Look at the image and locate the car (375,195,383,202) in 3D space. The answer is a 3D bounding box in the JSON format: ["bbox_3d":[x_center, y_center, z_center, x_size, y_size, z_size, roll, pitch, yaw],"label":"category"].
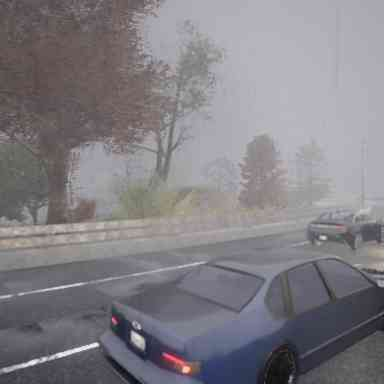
[{"bbox_3d":[42.703,1.464,75.388,1.837,1.490,4.892,0,0,6],"label":"car"}]

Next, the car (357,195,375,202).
[{"bbox_3d":[39.246,1.510,75.931,1.812,1.442,4.674,0,0,6],"label":"car"}]

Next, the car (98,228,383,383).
[{"bbox_3d":[1.410,1.568,4.989,5.357,1.411,2.033,0,0,-38],"label":"car"}]

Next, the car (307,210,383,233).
[{"bbox_3d":[6.776,1.530,14.338,4.902,1.511,2.128,0,0,-43],"label":"car"}]
